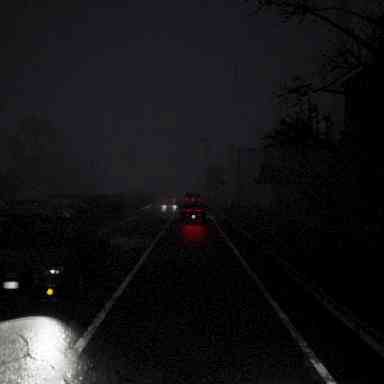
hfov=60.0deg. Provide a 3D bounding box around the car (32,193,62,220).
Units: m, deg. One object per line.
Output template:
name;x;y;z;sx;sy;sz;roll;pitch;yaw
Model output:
car;-8.892;1.171;14.069;5.566;2.045;2.435;0;0;0

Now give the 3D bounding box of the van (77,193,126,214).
van;-9.064;1.124;33.690;4.442;1.987;1.878;0;0;0

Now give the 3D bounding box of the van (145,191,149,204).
van;-8.850;1.014;47.712;4.442;1.987;1.878;0;1;0

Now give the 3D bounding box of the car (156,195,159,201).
car;-8.796;1.109;58.931;5.366;1.575;1.946;0;1;0

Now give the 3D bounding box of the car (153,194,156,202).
car;-8.980;1.184;56.128;4.674;1.452;2.002;0;1;0

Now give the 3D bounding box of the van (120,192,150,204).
van;-9.091;0.951;53.322;4.442;1.987;1.878;0;1;0

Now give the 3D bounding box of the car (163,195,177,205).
car;-3.327;1.183;50.441;1.882;1.535;5.008;0;0;0

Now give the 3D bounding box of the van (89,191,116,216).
van;-9.056;1.145;28.086;4.442;1.987;1.878;0;0;0

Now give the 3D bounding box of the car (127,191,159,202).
car;-8.957;0.828;61.732;5.566;2.045;2.435;0;1;0

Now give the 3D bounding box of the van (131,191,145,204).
van;-9.079;1.042;44.911;4.442;1.987;1.878;0;1;0

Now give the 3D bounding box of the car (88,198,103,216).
car;-8.926;1.392;22.480;4.892;1.521;2.231;0;0;0

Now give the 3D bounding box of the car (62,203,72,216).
car;-8.922;1.452;16.874;4.674;1.452;2.002;0;0;0

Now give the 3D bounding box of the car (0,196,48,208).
car;-22.226;1.273;44.191;5.366;1.575;1.946;0;1;0

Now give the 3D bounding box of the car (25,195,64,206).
car;-22.043;1.220;49.746;4.892;1.521;2.231;0;1;0

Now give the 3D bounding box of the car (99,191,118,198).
car;-22.133;0.648;88.599;4.553;1.767;2.185;0;1;0

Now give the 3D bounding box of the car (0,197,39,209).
car;-22.008;1.332;41.419;4.792;1.488;2.163;0;0;0

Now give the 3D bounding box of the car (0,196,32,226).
car;-8.888;1.181;11.266;5.566;2.045;2.435;0;0;0

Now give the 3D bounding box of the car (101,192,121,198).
car;-22.111;0.742;91.376;5.008;1.535;2.097;0;1;0

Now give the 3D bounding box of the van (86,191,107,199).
van;-22.203;0.673;77.496;4.442;1.987;1.878;0;1;0

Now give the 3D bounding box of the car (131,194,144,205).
car;-8.988;1.324;42.110;4.792;1.488;2.163;0;1;0

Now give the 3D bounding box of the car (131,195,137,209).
car;-8.957;1.334;36.499;4.892;1.521;2.231;0;0;0

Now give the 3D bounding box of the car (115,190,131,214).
car;-8.915;1.109;30.890;5.566;2.045;2.435;0;0;0

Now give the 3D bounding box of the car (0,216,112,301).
car;-3.349;1.532;8.155;1.994;1.385;4.181;0;0;0

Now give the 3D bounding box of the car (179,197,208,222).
car;0.100;1.398;24.983;1.837;1.490;4.892;0;0;0

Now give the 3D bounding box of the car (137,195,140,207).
car;-8.952;1.356;39.303;4.674;1.452;2.002;0;0;0

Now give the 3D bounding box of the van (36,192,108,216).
van;-9.052;1.155;25.282;4.442;1.987;1.878;0;0;0

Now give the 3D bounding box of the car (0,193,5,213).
car;-22.055;1.102;33.083;5.566;2.045;2.435;0;0;0

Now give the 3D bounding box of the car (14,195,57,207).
car;-22.040;1.249;46.968;5.008;1.535;2.097;0;1;0

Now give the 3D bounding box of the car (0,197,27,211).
car;-22.062;1.351;38.636;4.792;1.488;2.163;0;0;0

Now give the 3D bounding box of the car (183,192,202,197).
car;0.101;1.001;41.558;2.150;2.045;5.566;0;0;-1

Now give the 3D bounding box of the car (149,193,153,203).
car;-8.965;1.209;50.522;5.008;1.535;2.097;0;1;0

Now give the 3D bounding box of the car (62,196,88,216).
car;-8.959;1.276;19.676;4.553;1.767;2.185;0;0;0

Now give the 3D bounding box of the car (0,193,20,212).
car;-22.001;1.087;35.860;5.566;2.045;2.435;0;0;0
